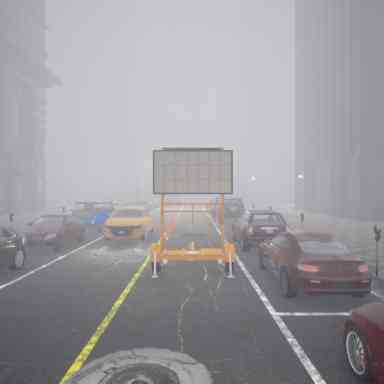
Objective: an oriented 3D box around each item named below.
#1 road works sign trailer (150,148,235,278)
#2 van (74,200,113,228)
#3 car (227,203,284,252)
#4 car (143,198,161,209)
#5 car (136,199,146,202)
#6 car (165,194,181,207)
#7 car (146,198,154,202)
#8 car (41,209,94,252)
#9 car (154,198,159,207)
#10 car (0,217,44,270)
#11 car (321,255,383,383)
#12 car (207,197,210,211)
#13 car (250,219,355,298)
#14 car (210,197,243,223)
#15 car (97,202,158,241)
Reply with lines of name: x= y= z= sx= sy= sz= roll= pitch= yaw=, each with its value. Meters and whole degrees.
road works sign trailer: x=0.023 y=0.465 z=10.138 sx=2.380 sy=3.560 sz=2.880 roll=0 pitch=0 yaw=0
van: x=-5.722 y=1.344 z=19.530 sx=1.690 sy=1.788 sz=3.998 roll=0 pitch=0 yaw=0
car: x=2.790 y=1.441 z=13.878 sx=1.967 sy=1.590 sz=4.097 roll=0 pitch=0 yaw=0
car: x=-5.657 y=1.575 z=47.713 sx=2.008 sy=1.369 sz=4.403 roll=0 pitch=0 yaw=0
car: x=-5.695 y=1.591 z=30.803 sx=1.802 sy=1.307 sz=4.206 roll=0 pitch=0 yaw=0
car: x=-2.880 y=1.251 z=51.961 sx=2.150 sy=2.045 sz=5.566 roll=0 pitch=0 yaw=0
car: x=-5.683 y=1.579 z=36.439 sx=1.947 sy=1.339 sz=4.313 roll=0 pitch=0 yaw=0
car: x=-5.734 y=1.583 z=13.893 sx=1.802 sy=1.307 sz=4.206 roll=0 pitch=0 yaw=0
car: x=-5.670 y=1.585 z=42.076 sx=1.947 sy=1.339 sz=4.313 roll=0 pitch=0 yaw=0
car: x=-5.747 y=1.551 z=8.256 sx=2.008 sy=1.369 sz=4.403 roll=0 pitch=0 yaw=0
car: x=2.765 y=1.582 z=2.606 sx=1.802 sy=1.307 sz=4.206 roll=0 pitch=0 yaw=0
car: x=2.828 y=1.324 z=30.786 sx=2.192 sy=1.841 sz=5.009 roll=0 pitch=0 yaw=0
car: x=2.778 y=1.582 z=8.242 sx=1.802 sy=1.307 sz=4.206 roll=0 pitch=0 yaw=0
car: x=2.815 y=1.321 z=25.150 sx=2.192 sy=1.841 sz=5.009 roll=0 pitch=0 yaw=0
car: x=-3.063 y=1.480 z=16.924 sx=1.882 sy=1.535 sz=5.008 roll=0 pitch=0 yaw=0
